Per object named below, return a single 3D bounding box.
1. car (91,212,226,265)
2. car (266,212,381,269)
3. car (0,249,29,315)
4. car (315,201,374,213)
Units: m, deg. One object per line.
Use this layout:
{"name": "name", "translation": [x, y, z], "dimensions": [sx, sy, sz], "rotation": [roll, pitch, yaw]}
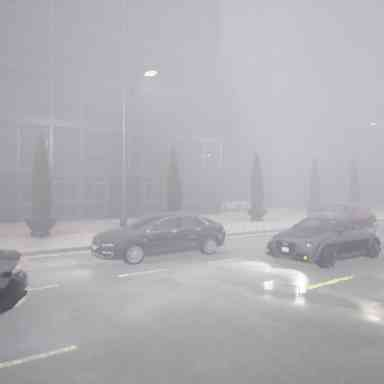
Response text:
{"name": "car", "translation": [-1.026, 1.505, 11.718], "dimensions": [4.892, 1.490, 1.837], "rotation": [0, 0, -34]}
{"name": "car", "translation": [4.475, 1.564, 11.202], "dimensions": [4.181, 1.385, 1.994], "rotation": [0, 0, -34]}
{"name": "car", "translation": [-5.071, 1.491, 4.769], "dimensions": [4.902, 1.511, 2.128], "rotation": [0, 0, -34]}
{"name": "car", "translation": [7.780, 1.352, 17.643], "dimensions": [4.553, 1.767, 2.097], "rotation": [0, 0, -34]}
